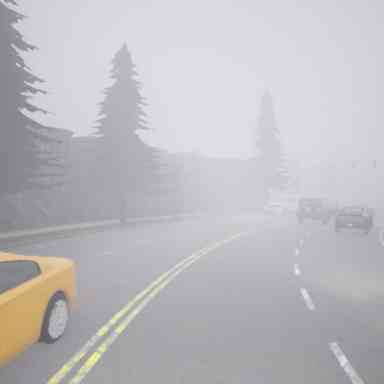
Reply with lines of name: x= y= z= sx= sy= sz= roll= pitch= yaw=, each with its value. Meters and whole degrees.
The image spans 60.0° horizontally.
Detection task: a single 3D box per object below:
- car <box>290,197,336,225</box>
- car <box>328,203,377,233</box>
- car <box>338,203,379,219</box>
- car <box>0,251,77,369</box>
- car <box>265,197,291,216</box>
car: x=10.198 y=1.463 z=26.659 sx=2.150 sy=2.045 sz=5.566 roll=0 pitch=-1 yaw=38
car: x=10.369 y=1.685 z=21.096 sx=2.128 sy=1.511 sz=4.902 roll=0 pitch=-1 yaw=33
car: x=17.121 y=1.861 z=34.123 sx=5.357 sy=1.411 sz=2.033 roll=1 pitch=-1 yaw=-43
car: x=-3.143 y=1.508 z=3.781 sx=1.882 sy=1.535 sz=5.008 roll=0 pitch=-1 yaw=7
car: x=10.500 y=1.559 z=37.491 sx=5.566 sy=2.045 sz=2.150 roll=1 pitch=-1 yaw=-44
